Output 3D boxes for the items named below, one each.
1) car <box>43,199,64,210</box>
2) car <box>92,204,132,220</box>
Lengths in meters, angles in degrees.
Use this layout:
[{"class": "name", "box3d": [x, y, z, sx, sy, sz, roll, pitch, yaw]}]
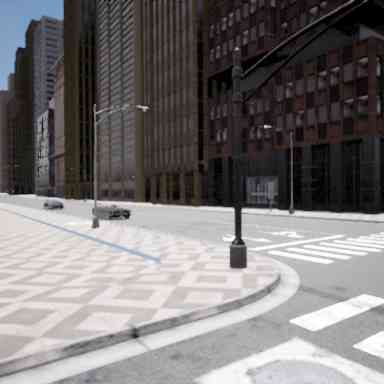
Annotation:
[{"class": "car", "box3d": [-19.522, 1.725, 46.716, 2.033, 1.411, 5.357, -1, 0, -35]}, {"class": "car", "box3d": [-6.984, 1.681, 28.844, 1.895, 1.301, 4.718, -1, 0, -35]}]
